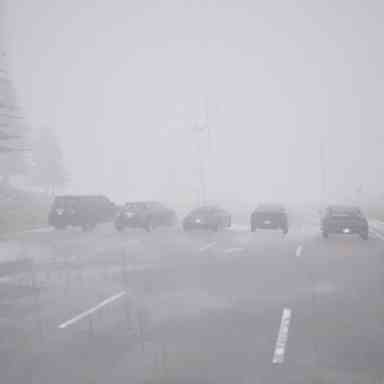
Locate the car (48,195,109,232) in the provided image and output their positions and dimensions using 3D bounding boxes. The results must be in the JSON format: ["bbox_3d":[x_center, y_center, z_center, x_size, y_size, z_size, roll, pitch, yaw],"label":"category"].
[{"bbox_3d":[-6.164,1.191,20.258,2.150,2.045,5.566,0,0,19],"label":"car"}]

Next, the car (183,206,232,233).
[{"bbox_3d":[1.007,1.477,19.329,1.994,1.385,4.181,0,0,20],"label":"car"}]

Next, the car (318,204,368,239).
[{"bbox_3d":[7.424,1.376,16.487,1.837,1.490,4.892,0,0,20],"label":"car"}]

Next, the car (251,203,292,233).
[{"bbox_3d":[4.628,1.362,19.058,1.882,1.535,5.008,0,0,20],"label":"car"}]

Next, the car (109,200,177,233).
[{"bbox_3d":[-2.580,1.294,19.702,2.097,1.767,4.553,0,0,20],"label":"car"}]
